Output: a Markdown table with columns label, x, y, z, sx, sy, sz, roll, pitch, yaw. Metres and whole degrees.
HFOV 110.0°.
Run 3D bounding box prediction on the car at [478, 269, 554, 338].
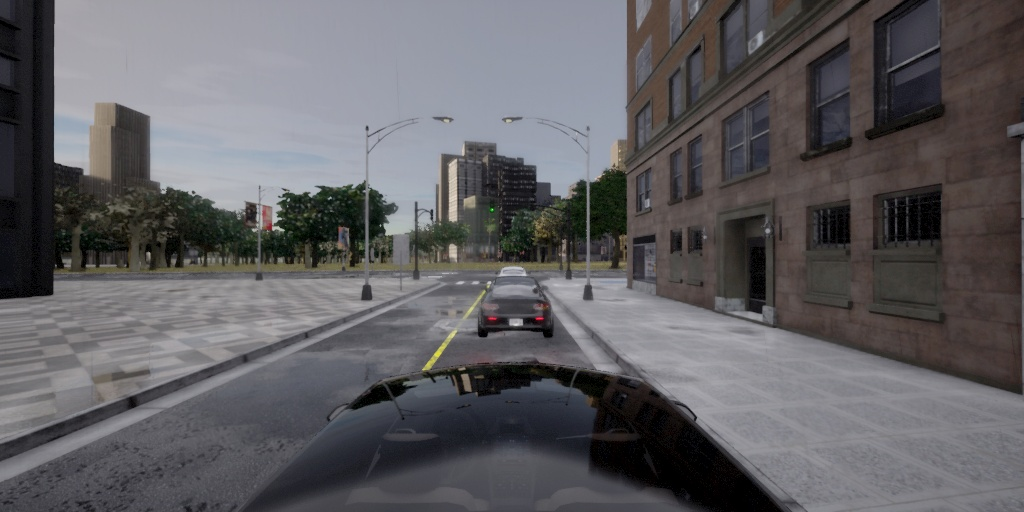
| label | x | y | z | sx | sy | sz | roll | pitch | yaw |
| --- | --- | --- | --- | --- | --- | --- | --- | --- | --- |
| car | 0.080 | 1.275 | 10.110 | 1.812 | 1.442 | 4.674 | 0 | 0 | 0 |

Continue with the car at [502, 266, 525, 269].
| label | x | y | z | sx | sy | sz | roll | pitch | yaw |
| --- | --- | --- | --- | --- | --- | --- | --- | --- | --- |
| car | 0.058 | 1.275 | 19.322 | 1.812 | 1.442 | 4.674 | 0 | 0 | 0 |
